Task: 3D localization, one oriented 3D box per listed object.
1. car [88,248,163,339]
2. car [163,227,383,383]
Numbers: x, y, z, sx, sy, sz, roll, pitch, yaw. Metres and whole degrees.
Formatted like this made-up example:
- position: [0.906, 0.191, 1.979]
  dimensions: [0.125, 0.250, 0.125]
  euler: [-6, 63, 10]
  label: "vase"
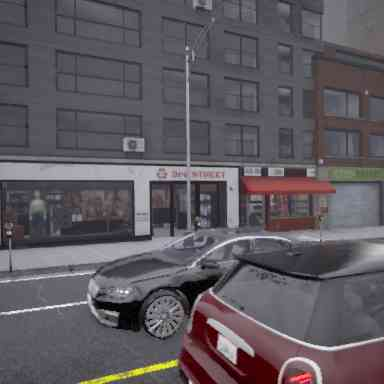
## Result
- position: [0.538, 1.491, 6.501]
  dimensions: [4.902, 1.511, 2.128]
  euler: [0, 0, -25]
  label: "car"
- position: [2.212, 1.351, 3.753]
  dimensions: [4.553, 1.767, 2.097]
  euler: [0, 0, -25]
  label: "car"
